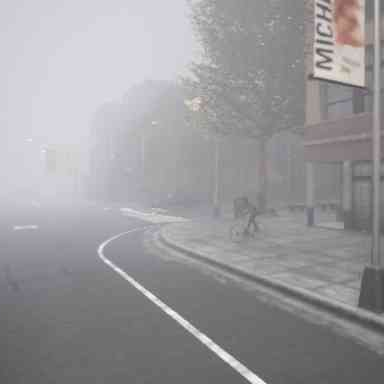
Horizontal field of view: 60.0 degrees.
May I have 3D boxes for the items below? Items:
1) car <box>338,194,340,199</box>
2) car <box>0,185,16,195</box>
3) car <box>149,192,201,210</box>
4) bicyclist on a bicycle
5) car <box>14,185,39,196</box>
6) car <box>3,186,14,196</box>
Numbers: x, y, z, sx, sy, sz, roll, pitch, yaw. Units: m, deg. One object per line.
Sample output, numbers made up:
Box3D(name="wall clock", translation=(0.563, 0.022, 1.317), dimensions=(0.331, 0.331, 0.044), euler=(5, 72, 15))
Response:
Box3D(name="car", translation=(20.069, 0.242, 40.788), dimensions=(4.674, 1.442, 1.812), euler=(-1, 2, -28))
Box3D(name="car", translation=(-37.946, -0.392, 68.977), dimensions=(2.150, 2.045, 5.566), euler=(0, 2, 5))
Box3D(name="car", translation=(-1.472, 0.735, 29.060), dimensions=(4.674, 1.442, 1.812), euler=(-1, 2, -28))
Box3D(name="bicyclist on a bicycle", translation=(1.989, 0.957, 11.651), dimensions=(1.656, 1.620, 0.582), euler=(-1, 2, -28))
Box3D(name="car", translation=(-31.227, -0.019, 63.579), dimensions=(1.882, 1.535, 5.008), euler=(0, 2, 2))
Box3D(name="car", translation=(-34.667, 0.062, 65.910), dimensions=(1.895, 1.301, 4.718), euler=(0, 2, 2))
